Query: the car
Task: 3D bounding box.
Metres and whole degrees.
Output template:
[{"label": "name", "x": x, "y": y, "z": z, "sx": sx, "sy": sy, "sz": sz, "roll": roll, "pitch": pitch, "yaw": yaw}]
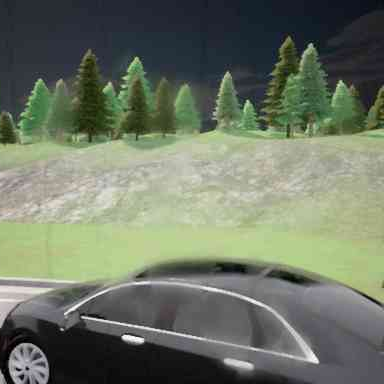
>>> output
[{"label": "car", "x": -0.057, "y": 1.503, "z": 3.655, "sx": 4.892, "sy": 1.490, "sz": 1.837, "roll": 0, "pitch": 0, "yaw": 29}]
